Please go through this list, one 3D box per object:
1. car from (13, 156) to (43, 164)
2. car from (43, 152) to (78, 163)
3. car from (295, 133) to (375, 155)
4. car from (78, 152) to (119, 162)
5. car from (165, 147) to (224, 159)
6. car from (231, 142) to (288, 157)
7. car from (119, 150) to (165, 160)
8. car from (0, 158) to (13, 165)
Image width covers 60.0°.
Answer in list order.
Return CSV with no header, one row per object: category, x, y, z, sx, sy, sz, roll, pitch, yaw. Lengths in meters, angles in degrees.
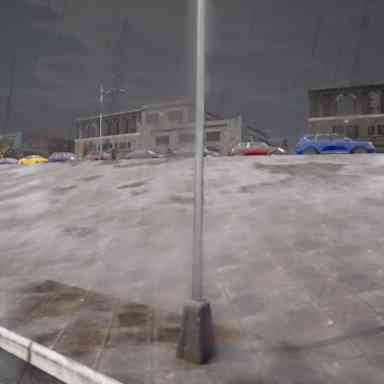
car,-18.976,-3.653,40.502,5.008,1.535,2.097,1,1,32
car,-14.212,-3.693,37.704,4.553,1.767,2.185,1,1,30
car,10.707,-3.327,25.150,5.566,2.045,2.435,1,1,24
car,-9.208,-3.450,34.922,4.792,1.488,2.163,1,1,29
car,0.508,-3.309,29.893,4.892,1.521,2.231,1,1,27
car,5.597,-3.329,27.469,4.553,1.767,2.185,1,1,25
car,-4.334,-3.355,32.333,4.674,1.452,2.002,1,1,28
car,-23.699,-3.699,43.413,4.674,1.452,2.002,1,1,33
